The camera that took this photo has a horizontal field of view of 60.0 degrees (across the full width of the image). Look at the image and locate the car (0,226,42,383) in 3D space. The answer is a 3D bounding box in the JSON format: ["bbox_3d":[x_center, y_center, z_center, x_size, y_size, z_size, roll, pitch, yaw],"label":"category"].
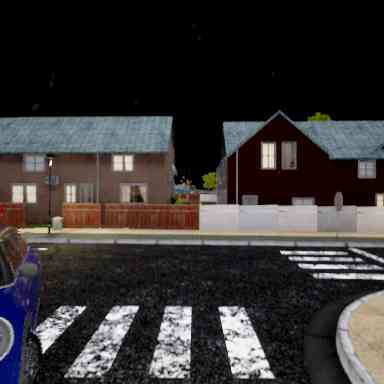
[{"bbox_3d":[-3.249,1.361,4.492,2.097,1.767,4.553,0,0,-22],"label":"car"}]

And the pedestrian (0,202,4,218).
[{"bbox_3d":[-9.314,1.085,15.854,0.375,1.860,0.375,0,-1,1],"label":"pedestrian"}]
